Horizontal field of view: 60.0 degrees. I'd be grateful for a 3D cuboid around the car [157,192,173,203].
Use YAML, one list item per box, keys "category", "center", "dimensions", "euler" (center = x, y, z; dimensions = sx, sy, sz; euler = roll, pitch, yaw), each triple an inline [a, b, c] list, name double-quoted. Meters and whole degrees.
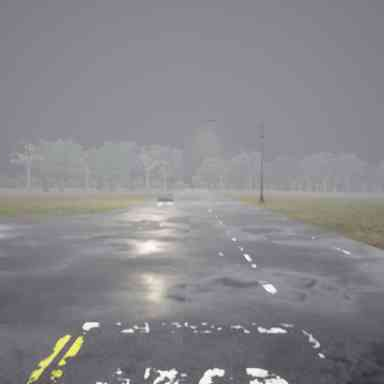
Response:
- category: "car"
  center: [-3.568, 0.696, 44.936]
  dimensions: [1.994, 1.385, 4.181]
  euler: [0, 1, 0]
